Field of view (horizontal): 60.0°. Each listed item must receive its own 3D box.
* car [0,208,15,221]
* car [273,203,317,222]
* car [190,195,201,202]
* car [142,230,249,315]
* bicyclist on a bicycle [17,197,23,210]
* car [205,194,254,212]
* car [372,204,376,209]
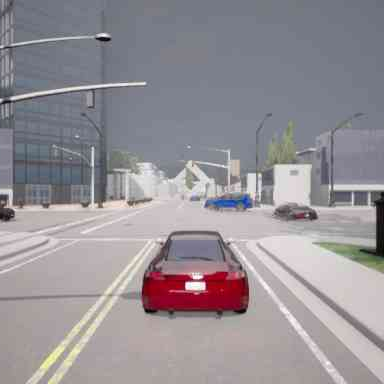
[{"bbox_3d":[-16.612,1.576,26.091,5.008,1.535,1.882,-1,0,0],"label":"car"},{"bbox_3d":[8.124,1.551,26.596,1.994,1.385,4.181,-1,0,-11],"label":"car"},{"bbox_3d":[0.742,1.490,77.264,1.812,1.442,4.674,0,0,12],"label":"car"},{"bbox_3d":[0.071,1.561,7.642,1.994,1.385,4.181,0,0,0],"label":"car"},{"bbox_3d":[-21.999,1.447,42.523,0.582,1.620,1.656,-1,0,0],"label":"bicyclist on a bicycle"},{"bbox_3d":[4.267,1.209,38.295,5.566,2.045,2.150,0,1,18],"label":"car"},{"bbox_3d":[22.839,1.528,37.113,4.718,1.301,1.895,0,0,0],"label":"car"}]
